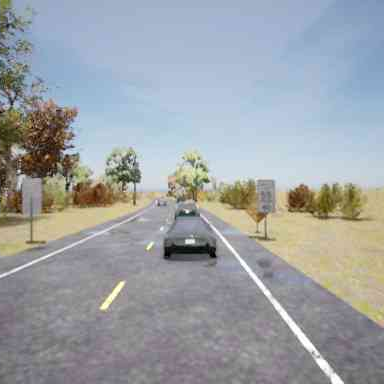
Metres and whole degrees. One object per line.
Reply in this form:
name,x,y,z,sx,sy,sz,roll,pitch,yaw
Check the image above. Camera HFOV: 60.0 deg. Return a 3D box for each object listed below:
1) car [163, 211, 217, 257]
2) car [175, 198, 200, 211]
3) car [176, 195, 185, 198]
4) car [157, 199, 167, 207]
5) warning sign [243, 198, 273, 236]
car,-0.076,1.693,13.508,1.994,1.385,4.181,0,0,0
car,-0.414,1.610,28.502,2.097,1.767,4.553,0,-1,-1
car,-2.895,1.918,87.372,2.150,2.045,5.566,0,0,-5
car,-5.800,2.041,64.847,2.128,1.511,4.902,0,0,-3
warning sign,3.408,1.277,17.281,1.300,1.860,1.060,1,0,-1
